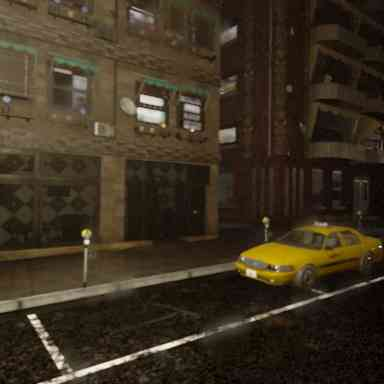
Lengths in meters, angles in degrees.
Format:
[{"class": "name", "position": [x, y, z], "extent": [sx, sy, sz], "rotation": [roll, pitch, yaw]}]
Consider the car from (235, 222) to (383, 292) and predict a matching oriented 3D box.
[{"class": "car", "position": [3.308, 1.510, 8.896], "extent": [4.829, 1.417, 1.752], "rotation": [0, 1, -35]}]
